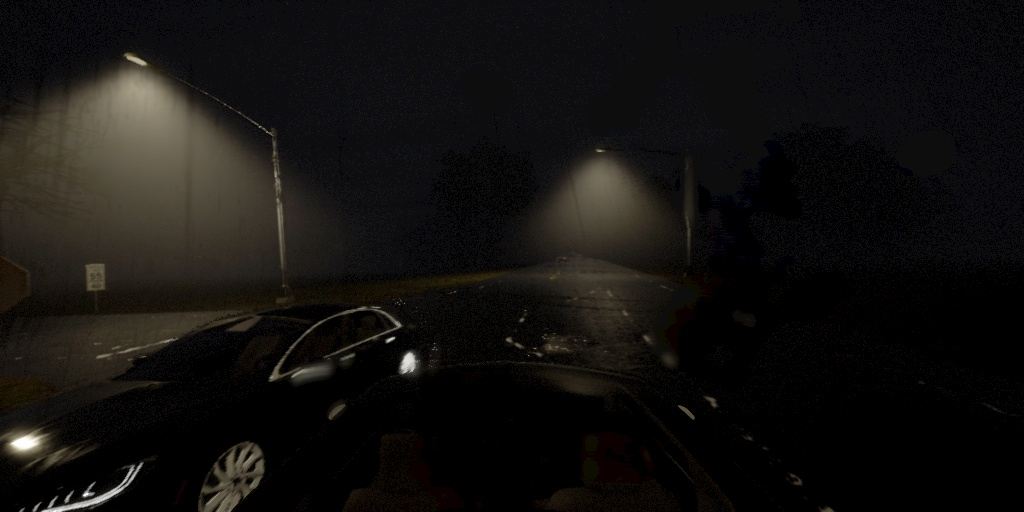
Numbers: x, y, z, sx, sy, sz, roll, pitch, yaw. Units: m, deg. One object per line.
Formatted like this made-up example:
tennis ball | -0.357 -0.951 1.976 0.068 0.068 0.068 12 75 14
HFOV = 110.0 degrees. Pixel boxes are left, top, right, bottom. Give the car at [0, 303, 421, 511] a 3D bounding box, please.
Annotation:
car | -2.685 1.380 4.216 1.837 1.490 4.892 -2 -3 9
